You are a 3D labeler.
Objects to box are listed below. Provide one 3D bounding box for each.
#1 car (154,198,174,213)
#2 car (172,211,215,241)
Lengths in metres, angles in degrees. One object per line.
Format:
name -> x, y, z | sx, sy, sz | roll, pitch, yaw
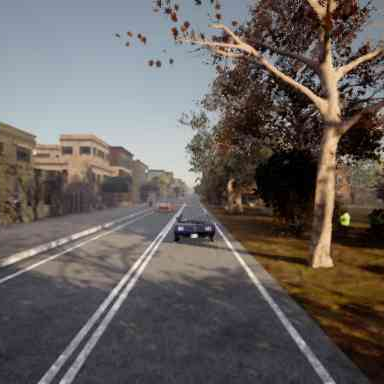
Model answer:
car -> -3.270, 1.558, 39.893 | 2.097, 1.767, 4.553 | 0, 0, 0
car -> 0.116, 1.672, 16.955 | 1.895, 1.301, 4.718 | 0, 0, 0
